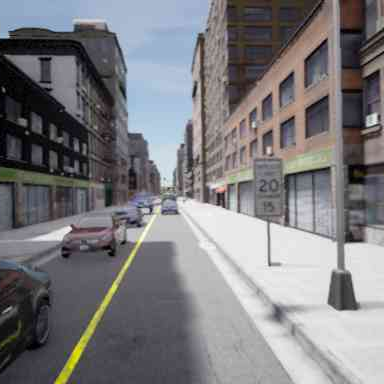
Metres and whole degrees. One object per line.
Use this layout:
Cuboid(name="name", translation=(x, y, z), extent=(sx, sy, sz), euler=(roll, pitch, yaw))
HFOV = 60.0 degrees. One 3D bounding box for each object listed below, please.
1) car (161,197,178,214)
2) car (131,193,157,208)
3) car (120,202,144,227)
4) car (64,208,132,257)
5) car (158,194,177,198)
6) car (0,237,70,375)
Cuboid(name="car", translation=(-2.458, 1.639, 36.304), extent=(2.033, 1.411, 5.357), euler=(-1, 0, -4))
Cuboid(name="car", translation=(-5.312, 1.084, 36.046), extent=(2.150, 2.045, 5.566), euler=(-1, 0, -4))
Cuboid(name="car", translation=(-4.463, 1.666, 23.358), extent=(1.994, 1.385, 4.181), euler=(-1, 0, -4))
Cuboid(name="car", translation=(-3.752, 1.602, 13.424), extent=(1.812, 1.442, 4.674), euler=(-1, 0, -4))
Cuboid(name="car", translation=(-3.322, 1.360, 47.979), extent=(2.150, 2.045, 5.566), euler=(-1, 0, -4))
Cuboid(name="car", translation=(-3.023, 1.581, 3.599), extent=(1.812, 1.442, 4.674), euler=(-1, 0, -3))
